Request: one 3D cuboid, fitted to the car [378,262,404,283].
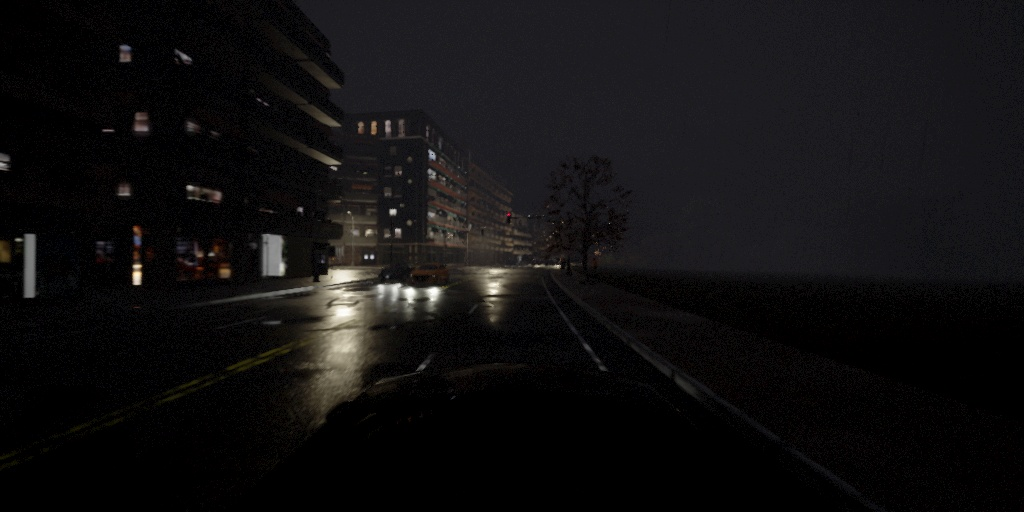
[{"bbox_3d":[-8.953,1.268,28.682,2.128,1.511,4.902,0,0,4],"label":"car"}]

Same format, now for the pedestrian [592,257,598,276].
[{"bbox_3d":[8.094,1.042,35.186,0.375,1.860,0.375,0,0,4],"label":"pedestrian"}]

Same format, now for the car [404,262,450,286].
[{"bbox_3d":[-5.865,1.255,26.073,1.882,1.535,5.008,0,0,4],"label":"car"}]

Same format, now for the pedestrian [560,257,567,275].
[{"bbox_3d":[5.130,0.992,36.021,0.375,1.860,0.375,0,0,4],"label":"pedestrian"}]

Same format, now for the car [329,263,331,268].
[{"bbox_3d":[-23.135,0.896,41.287,4.403,1.370,2.007,0,0,-15],"label":"car"}]
